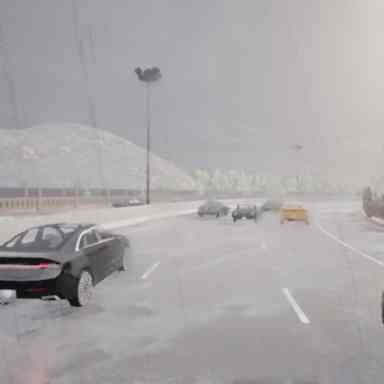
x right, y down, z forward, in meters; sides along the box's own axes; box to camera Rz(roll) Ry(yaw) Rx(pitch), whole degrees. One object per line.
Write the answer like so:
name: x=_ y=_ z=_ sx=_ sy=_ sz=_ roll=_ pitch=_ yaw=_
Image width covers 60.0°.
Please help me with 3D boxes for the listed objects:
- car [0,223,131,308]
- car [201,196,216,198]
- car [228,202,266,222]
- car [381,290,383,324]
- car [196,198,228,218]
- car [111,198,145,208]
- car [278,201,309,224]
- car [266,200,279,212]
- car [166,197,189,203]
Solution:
car: x=-2.850 y=1.476 z=7.940 sx=2.128 sy=1.511 sz=4.902 roll=0 pitch=0 yaw=5
car: x=2.070 y=1.339 z=47.629 sx=2.097 sy=1.767 sz=4.553 roll=0 pitch=0 yaw=30
car: x=4.423 y=1.609 z=26.212 sx=1.895 sy=1.301 sz=4.718 roll=0 pitch=0 yaw=17
car: x=3.796 y=1.506 z=3.246 sx=2.128 sy=1.511 sz=4.902 roll=0 pitch=0 yaw=2
car: x=2.032 y=1.543 z=30.251 sx=2.033 sy=1.411 sz=5.357 roll=0 pitch=0 yaw=20
car: x=-8.157 y=1.495 z=42.891 sx=2.033 sy=1.411 sz=5.357 roll=0 pitch=0 yaw=24
car: x=7.664 y=1.499 z=24.919 sx=1.882 sy=1.535 sz=5.008 roll=0 pitch=0 yaw=17
car: x=9.518 y=1.588 z=38.811 sx=1.994 sy=1.385 sz=4.181 roll=0 pitch=0 yaw=25
car: x=-2.062 y=1.497 z=47.333 sx=1.812 sy=1.442 sz=4.674 roll=0 pitch=0 yaw=28
